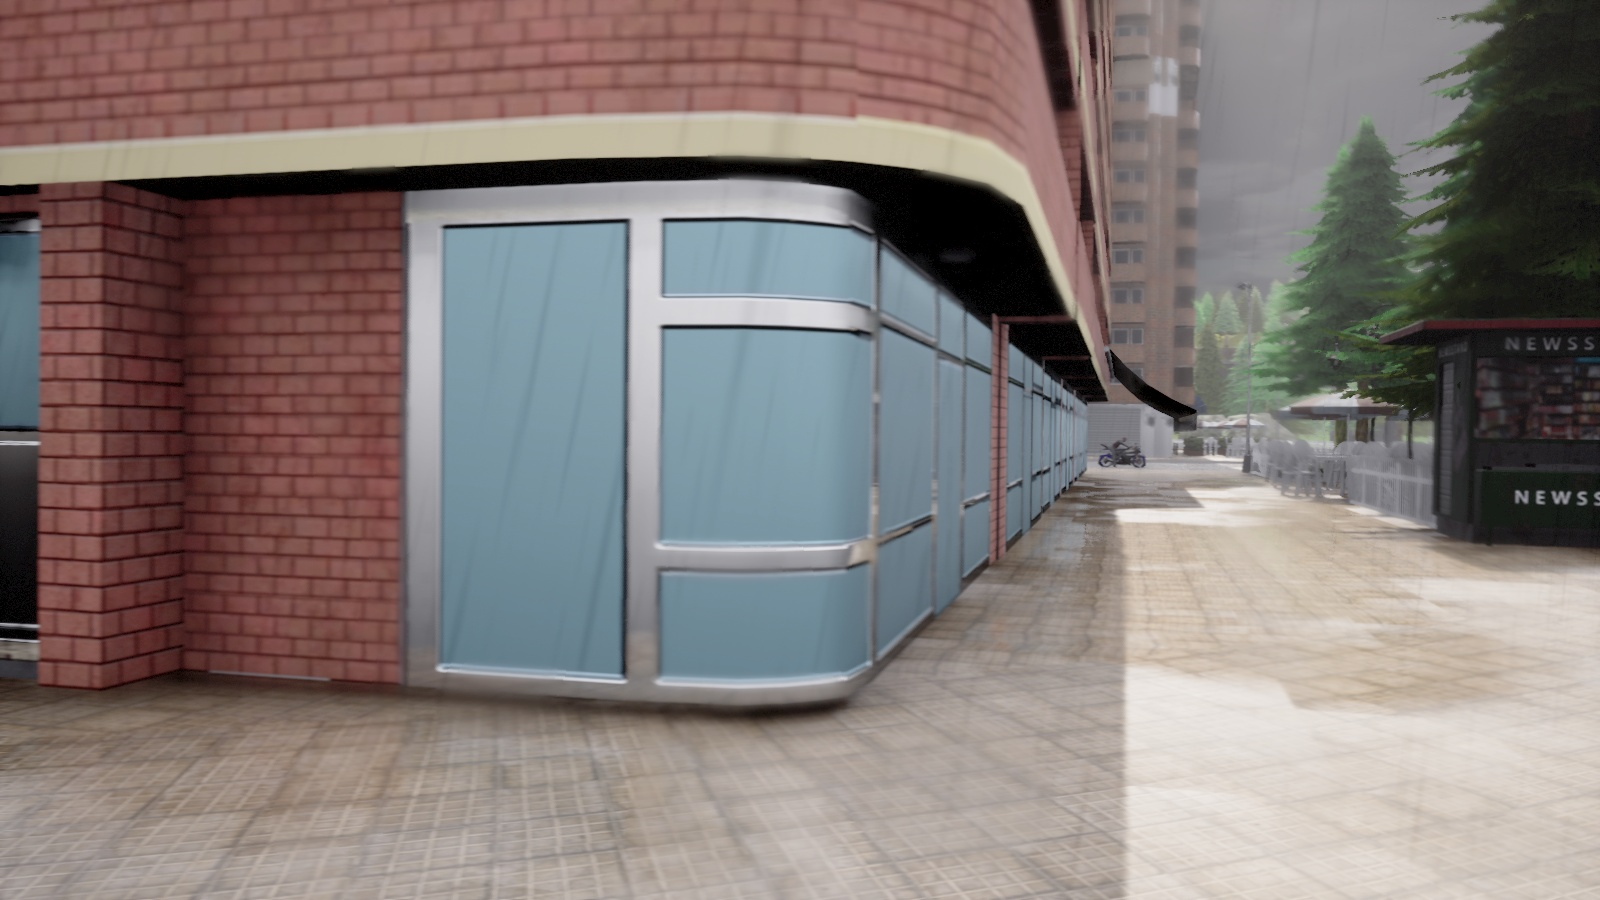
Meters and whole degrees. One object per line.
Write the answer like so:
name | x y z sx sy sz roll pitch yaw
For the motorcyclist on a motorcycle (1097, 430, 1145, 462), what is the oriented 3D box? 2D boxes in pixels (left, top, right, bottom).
motorcyclist on a motorcycle | 15.572 -0.208 60.920 2.191 1.530 0.866 0 1 15
